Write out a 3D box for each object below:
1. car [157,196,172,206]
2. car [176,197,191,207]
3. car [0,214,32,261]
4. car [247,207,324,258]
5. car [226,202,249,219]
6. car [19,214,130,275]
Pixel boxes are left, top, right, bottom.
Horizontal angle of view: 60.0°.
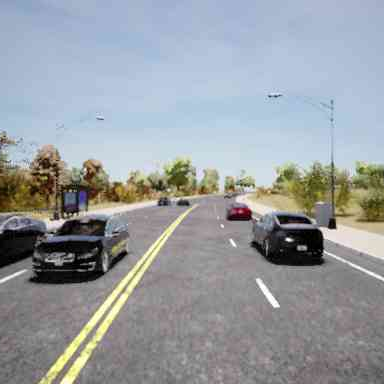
[{"bbox_3d":[-4.416,1.490,53.686,1.837,1.490,4.892,0,0,5],"label":"car"},{"bbox_3d":[-1.284,1.550,52.182,1.994,1.385,4.181,0,0,5],"label":"car"},{"bbox_3d":[-6.476,1.497,10.824,2.128,1.511,4.902,0,0,1],"label":"car"},{"bbox_3d":[3.511,1.514,12.878,1.837,1.490,4.892,0,0,1],"label":"car"},{"bbox_3d":[4.019,1.573,28.826,1.994,1.385,4.181,0,0,2],"label":"car"},{"bbox_3d":[-3.231,1.511,10.597,1.837,1.490,4.892,0,0,1],"label":"car"}]
